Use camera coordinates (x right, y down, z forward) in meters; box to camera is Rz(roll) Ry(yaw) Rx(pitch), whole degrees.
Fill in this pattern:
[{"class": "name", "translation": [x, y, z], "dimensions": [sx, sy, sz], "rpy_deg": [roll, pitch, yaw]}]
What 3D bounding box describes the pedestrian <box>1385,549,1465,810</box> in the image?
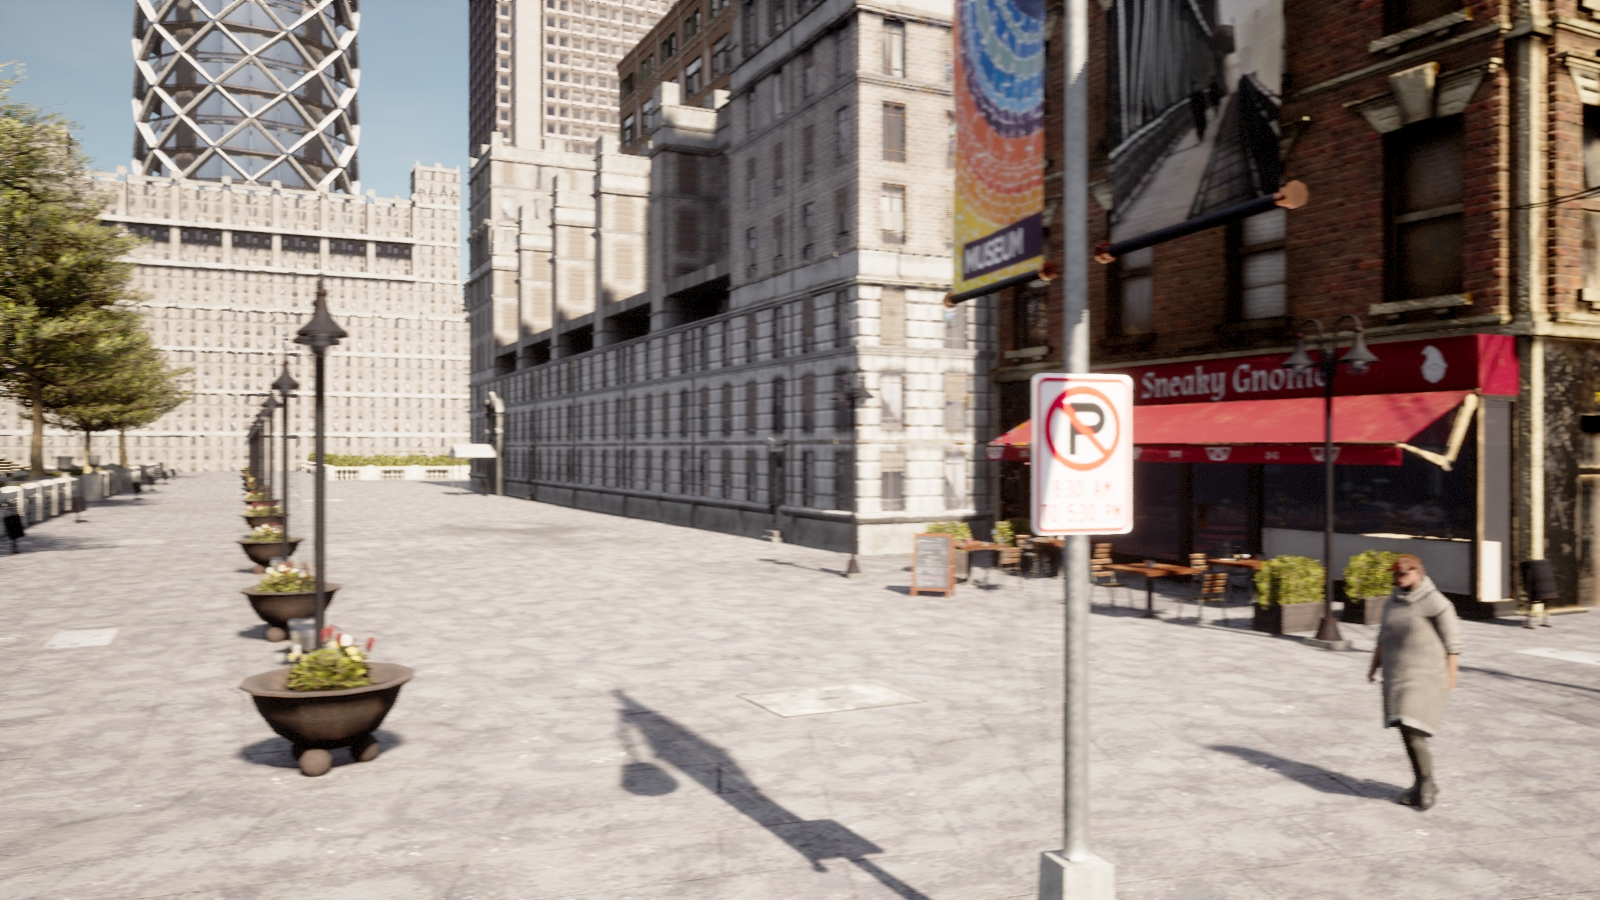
[{"class": "pedestrian", "translation": [4.679, 1.692, 8.561], "dimensions": [0.375, 1.860, 0.375], "rpy_deg": [0, 0, -22]}]
